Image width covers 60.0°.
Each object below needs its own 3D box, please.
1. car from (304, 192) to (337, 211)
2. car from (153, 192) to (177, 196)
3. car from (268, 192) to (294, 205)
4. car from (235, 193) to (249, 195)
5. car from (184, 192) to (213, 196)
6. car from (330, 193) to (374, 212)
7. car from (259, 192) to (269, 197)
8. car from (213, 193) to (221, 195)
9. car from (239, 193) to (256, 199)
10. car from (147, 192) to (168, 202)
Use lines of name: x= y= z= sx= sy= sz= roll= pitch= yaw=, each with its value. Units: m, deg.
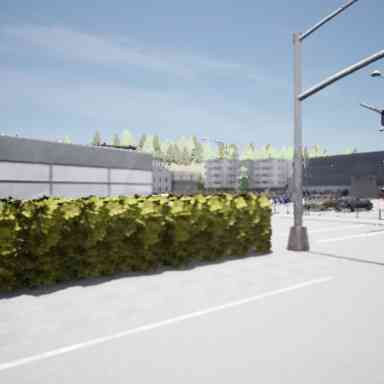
car: x=14.245 y=1.149 z=35.434 sx=5.027 sy=1.636 sz=2.152 roll=0 pitch=0 yaw=-35
car: x=-5.493 y=1.203 z=63.434 sx=3.806 sy=1.475 sz=1.970 roll=0 pitch=0 yaw=-35
car: x=13.712 y=1.099 z=49.538 sx=3.633 sy=1.501 sz=1.845 roll=0 pitch=0 yaw=-35
car: x=8.002 y=1.084 z=57.739 sx=4.514 sy=1.523 sz=2.007 roll=0 pitch=0 yaw=-35
car: x=1.421 y=0.887 z=68.339 sx=4.605 sy=1.855 sz=1.932 roll=0 pitch=0 yaw=-35
car: x=16.091 y=1.156 z=32.898 sx=4.514 sy=1.523 sz=2.007 roll=0 pitch=0 yaw=-35
car: x=17.449 y=0.835 z=75.765 sx=5.027 sy=1.636 sz=2.152 roll=0 pitch=0 yaw=-35
car: x=5.622 y=1.031 z=79.775 sx=4.514 sy=1.523 sz=2.007 roll=0 pitch=0 yaw=-35
car: x=13.495 y=0.920 z=80.830 sx=3.806 sy=1.475 sz=1.970 roll=0 pitch=0 yaw=-35
car: x=-6.906 y=0.917 z=66.505 sx=3.866 sy=1.878 sz=1.905 roll=0 pitch=0 yaw=-35
